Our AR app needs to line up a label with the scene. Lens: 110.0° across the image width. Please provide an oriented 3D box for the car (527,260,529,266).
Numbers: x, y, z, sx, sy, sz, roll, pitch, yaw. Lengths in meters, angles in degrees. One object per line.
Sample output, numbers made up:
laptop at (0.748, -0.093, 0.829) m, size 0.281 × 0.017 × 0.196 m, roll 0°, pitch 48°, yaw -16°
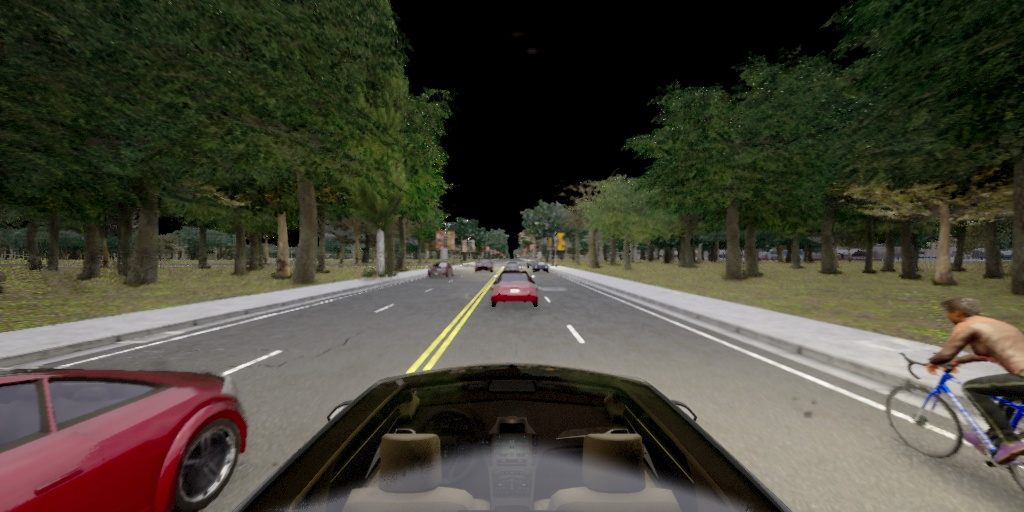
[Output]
car at (3.361, 1.249, 59.294) m, size 2.128 × 1.511 × 4.902 m, roll 0°, pitch 0°, yaw 0°

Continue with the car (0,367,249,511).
car at (-3.350, 1.314, 1.470) m, size 1.994 × 1.385 × 4.181 m, roll 0°, pitch 0°, yaw 0°

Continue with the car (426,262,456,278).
car at (-6.588, 1.277, 33.476) m, size 1.812 × 1.442 × 4.674 m, roll 0°, pitch 0°, yaw 0°

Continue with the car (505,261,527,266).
car at (0.110, 1.298, 33.800) m, size 2.033 × 1.411 × 5.357 m, roll 0°, pitch 0°, yaw 0°

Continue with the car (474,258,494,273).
car at (-3.319, 1.104, 43.281) m, size 2.097 × 1.767 × 4.553 m, roll 0°, pitch 0°, yaw 0°

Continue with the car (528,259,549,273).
car at (3.366, 1.353, 43.663) m, size 1.895 × 1.301 × 4.718 m, roll 0°, pitch 0°, yaw 0°

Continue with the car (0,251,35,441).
car at (-6.600, 0.972, 1.368) m, size 2.150 × 2.045 × 5.566 m, roll 0°, pitch 0°, yaw 0°

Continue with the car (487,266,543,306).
car at (0.105, 1.313, 15.812) m, size 1.994 × 1.385 × 4.181 m, roll 0°, pitch 0°, yaw 0°

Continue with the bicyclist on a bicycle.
bicyclist on a bicycle at (4.144, 1.203, 3.152) m, size 0.582 × 1.620 × 1.656 m, roll 0°, pitch 0°, yaw 0°
